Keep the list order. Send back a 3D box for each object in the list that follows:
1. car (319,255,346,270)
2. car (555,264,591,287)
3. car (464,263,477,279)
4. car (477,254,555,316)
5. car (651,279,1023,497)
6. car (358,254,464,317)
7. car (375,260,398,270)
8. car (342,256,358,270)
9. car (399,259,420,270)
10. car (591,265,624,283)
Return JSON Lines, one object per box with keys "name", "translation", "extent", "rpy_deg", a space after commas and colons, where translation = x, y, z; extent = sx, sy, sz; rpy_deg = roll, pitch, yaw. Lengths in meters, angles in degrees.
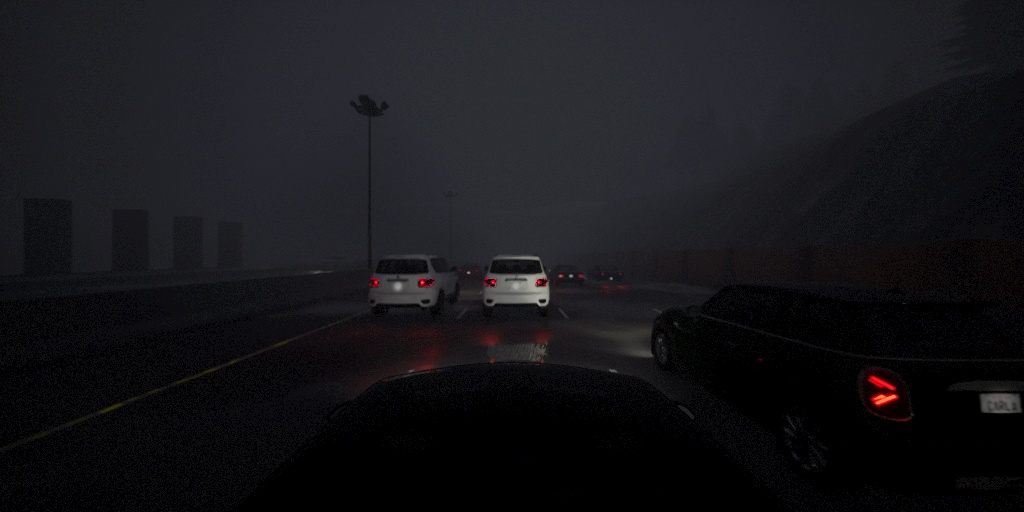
{"name": "car", "translation": [-24.991, 0.920, 50.631], "extent": [2.150, 2.045, 5.566], "rpy_deg": [0, 0, -1]}
{"name": "car", "translation": [3.630, 1.278, 24.604], "extent": [2.033, 1.411, 5.357], "rpy_deg": [0, 0, 0]}
{"name": "car", "translation": [-3.434, 1.287, 30.166], "extent": [1.994, 1.385, 4.181], "rpy_deg": [0, 0, -1]}
{"name": "car", "translation": [0.131, 0.961, 13.424], "extent": [2.150, 2.045, 5.566], "rpy_deg": [0, 0, 0]}
{"name": "car", "translation": [3.596, 1.100, 4.757], "extent": [2.097, 1.767, 4.553], "rpy_deg": [0, 0, 0]}
{"name": "car", "translation": [-3.369, 0.960, 13.308], "extent": [2.150, 2.045, 5.566], "rpy_deg": [0, 0, 0]}
{"name": "car", "translation": [-18.015, 1.263, 51.675], "extent": [1.994, 1.385, 4.181], "rpy_deg": [0, 0, -1]}
{"name": "car", "translation": [-21.500, 1.191, 50.807], "extent": [2.128, 1.511, 4.902], "rpy_deg": [0, 0, -1]}
{"name": "car", "translation": [-14.505, 1.227, 50.990], "extent": [1.812, 1.442, 4.674], "rpy_deg": [0, 0, -1]}
{"name": "car", "translation": [7.101, 1.329, 27.939], "extent": [1.895, 1.301, 4.718], "rpy_deg": [0, 0, -1]}
